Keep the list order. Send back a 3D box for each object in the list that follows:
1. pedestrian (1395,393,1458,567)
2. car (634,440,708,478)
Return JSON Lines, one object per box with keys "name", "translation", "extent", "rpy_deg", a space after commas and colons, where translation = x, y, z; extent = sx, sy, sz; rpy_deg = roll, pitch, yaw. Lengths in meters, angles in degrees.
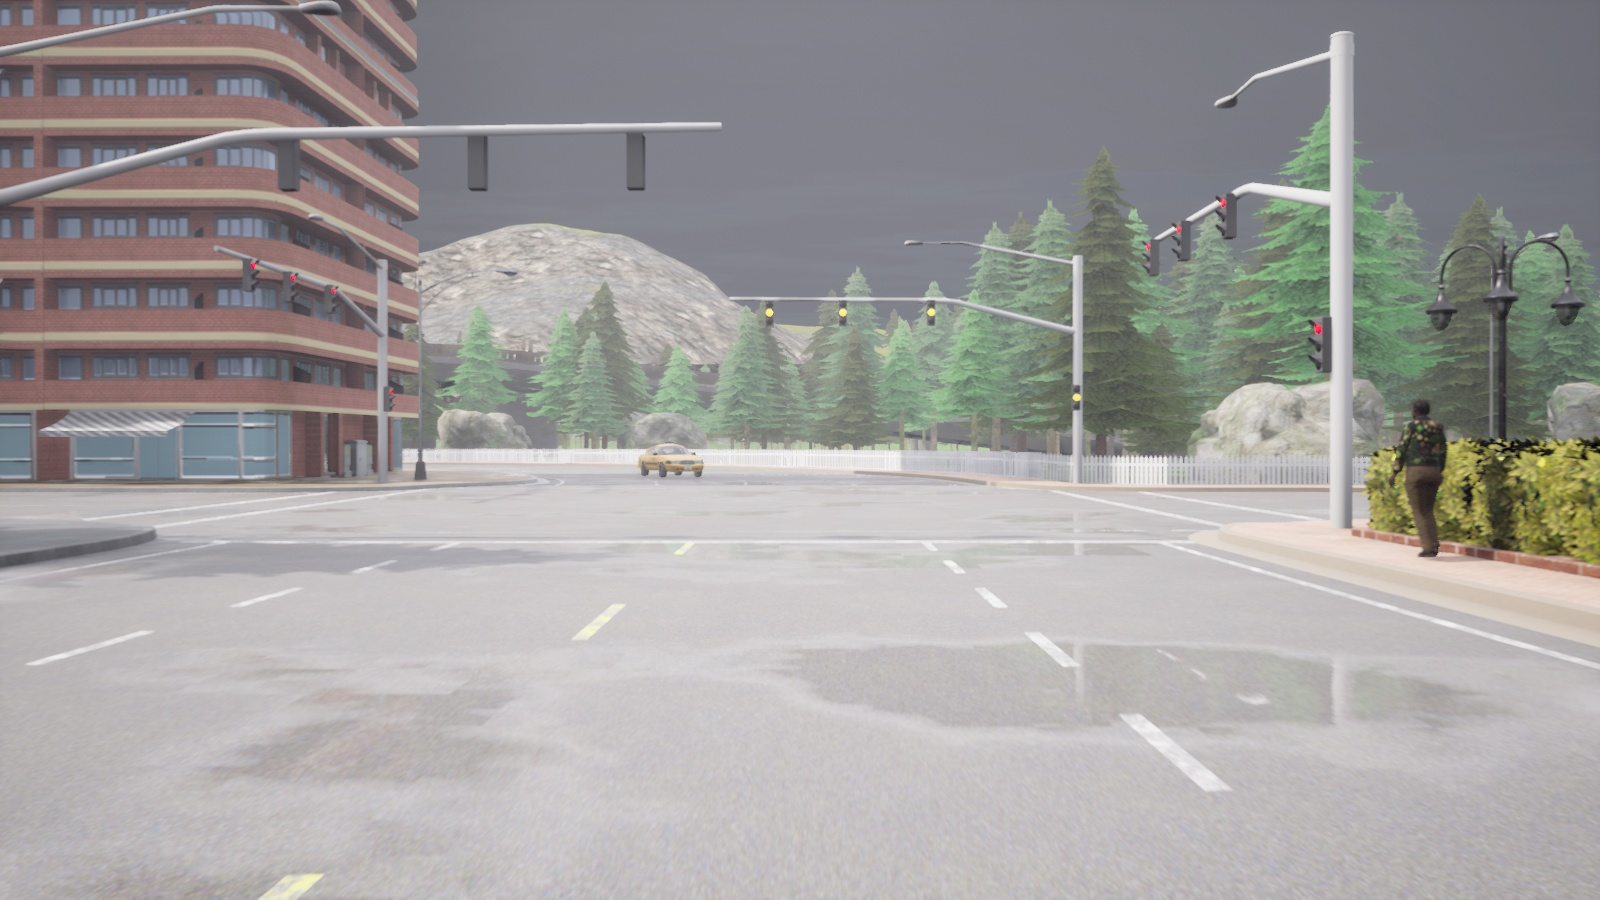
{"name": "pedestrian", "translation": [7.121, 0.326, 14.286], "extent": [0.395, 1.930, 0.692], "rpy_deg": [0, 0, 4]}
{"name": "car", "translation": [-5.734, 0.369, 55.277], "extent": [1.801, 1.575, 5.366], "rpy_deg": [0, 0, -22]}
